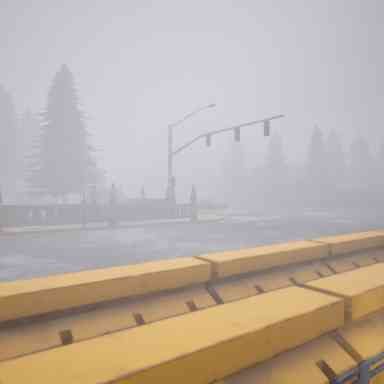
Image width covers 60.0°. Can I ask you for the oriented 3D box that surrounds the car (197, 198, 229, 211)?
[{"bbox_3d":[2.430,1.525,40.437,1.812,1.442,4.674,0,0,-36],"label":"car"}]
